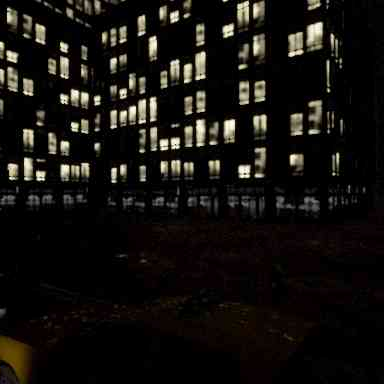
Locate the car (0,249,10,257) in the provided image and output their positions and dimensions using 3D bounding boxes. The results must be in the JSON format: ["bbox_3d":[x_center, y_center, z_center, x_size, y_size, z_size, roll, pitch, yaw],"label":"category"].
[{"bbox_3d":[-4.631,1.578,6.144,4.403,1.369,2.008,0,0,36],"label":"car"}]

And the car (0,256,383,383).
[{"bbox_3d":[-0.135,1.532,2.943,4.829,1.417,1.752,0,0,36],"label":"car"}]
